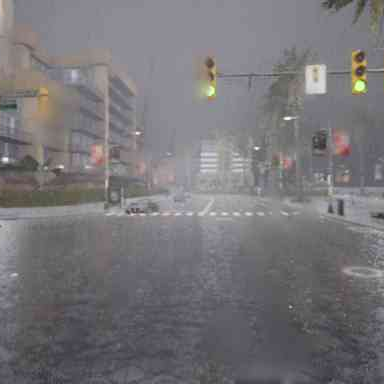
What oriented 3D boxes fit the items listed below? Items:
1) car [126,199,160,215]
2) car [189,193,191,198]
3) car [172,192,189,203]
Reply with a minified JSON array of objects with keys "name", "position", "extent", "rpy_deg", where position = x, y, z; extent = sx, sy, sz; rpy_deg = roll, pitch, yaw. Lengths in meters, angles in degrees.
[{"name":"car","position":[-4.378,1.318,29.934],"extent":[1.994,1.385,4.181],"rpy_deg":[0,1,12]},{"name":"car","position":[-1.264,0.733,80.111],"extent":[1.895,1.301,4.718],"rpy_deg":[-1,1,-7]},{"name":"car","position":[-2.052,0.983,54.569],"extent":[1.837,1.490,4.892],"rpy_deg":[0,3,5]}]
